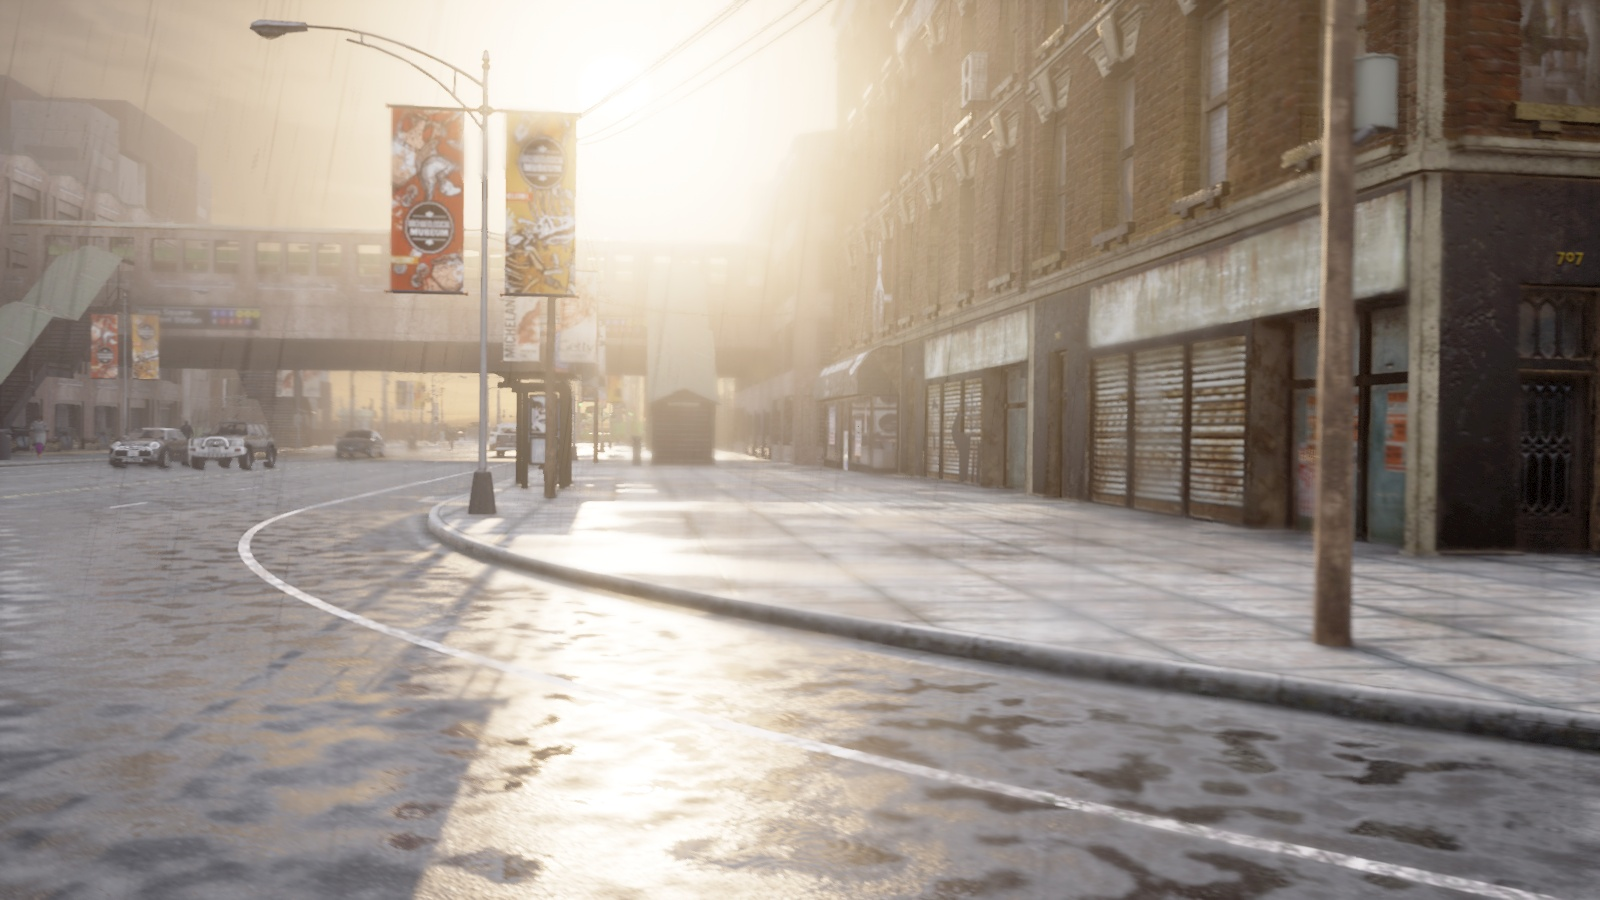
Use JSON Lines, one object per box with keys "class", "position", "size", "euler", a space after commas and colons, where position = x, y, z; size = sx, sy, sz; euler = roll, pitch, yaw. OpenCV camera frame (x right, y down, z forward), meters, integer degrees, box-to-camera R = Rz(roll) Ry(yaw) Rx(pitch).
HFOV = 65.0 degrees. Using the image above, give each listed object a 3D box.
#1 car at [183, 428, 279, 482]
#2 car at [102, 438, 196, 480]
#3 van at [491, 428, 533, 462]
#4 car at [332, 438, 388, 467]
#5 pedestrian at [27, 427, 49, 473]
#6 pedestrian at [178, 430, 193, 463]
{"class": "car", "position": [-20.939, 0.149, 46.435], "size": [1.932, 1.855, 4.605], "euler": [0, 1, -7]}
{"class": "car", "position": [-24.621, 0.308, 47.647], "size": [1.970, 1.475, 3.806], "euler": [0, 1, -7]}
{"class": "van", "position": [-17.870, -0.332, 78.153], "size": [2.069, 2.038, 4.480], "euler": [0, 1, -7]}
{"class": "car", "position": [-23.644, 0.110, 67.617], "size": [1.837, 1.490, 4.892], "euler": [0, 1, -7]}
{"class": "pedestrian", "position": [-32.708, -0.020, 53.887], "size": [0.659, 1.952, 0.873], "euler": [-1, 1, -23]}
{"class": "pedestrian", "position": [-34.854, -0.207, 71.233], "size": [0.563, 1.883, 0.849], "euler": [-1, 1, -11]}
